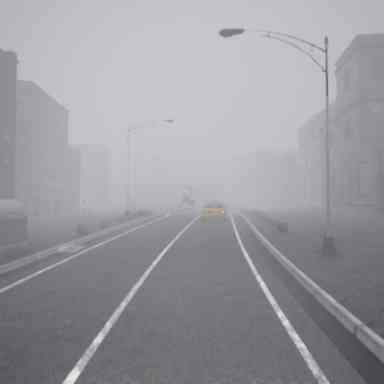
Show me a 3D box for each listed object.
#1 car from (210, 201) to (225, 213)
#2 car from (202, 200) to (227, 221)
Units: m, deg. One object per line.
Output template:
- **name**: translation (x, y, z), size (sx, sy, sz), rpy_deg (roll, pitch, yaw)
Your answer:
- **car**: translation (3.300, 1.969, 42.820), size (1.837, 1.490, 4.892), rpy_deg (0, -3, 5)
- **car**: translation (1.821, 1.448, 26.583), size (1.801, 1.575, 5.366), rpy_deg (0, 0, 5)
